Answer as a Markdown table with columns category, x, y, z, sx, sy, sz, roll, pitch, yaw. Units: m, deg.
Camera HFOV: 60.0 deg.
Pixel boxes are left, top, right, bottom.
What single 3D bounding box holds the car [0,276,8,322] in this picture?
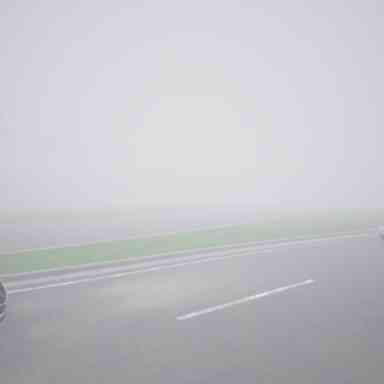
| category | x | y | z | sx | sy | sz | roll | pitch | yaw |
| --- | --- | --- | --- | --- | --- | --- | --- | --- | --- |
| car | -5.163 | 1.484 | 4.248 | 4.902 | 1.511 | 2.128 | 0 | 0 | -37 |

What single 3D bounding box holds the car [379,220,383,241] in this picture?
| category | x | y | z | sx | sy | sz | roll | pitch | yaw |
| --- | --- | --- | --- | --- | --- | --- | --- | --- | --- |
| car | 10.286 | 1.504 | 14.890 | 4.674 | 1.442 | 1.812 | 0 | 0 | -30 |
